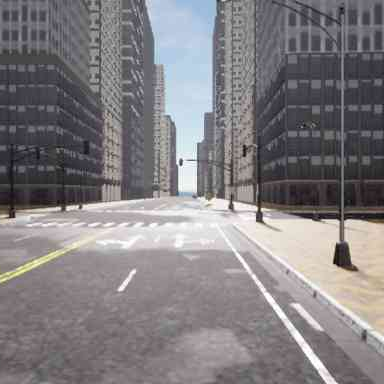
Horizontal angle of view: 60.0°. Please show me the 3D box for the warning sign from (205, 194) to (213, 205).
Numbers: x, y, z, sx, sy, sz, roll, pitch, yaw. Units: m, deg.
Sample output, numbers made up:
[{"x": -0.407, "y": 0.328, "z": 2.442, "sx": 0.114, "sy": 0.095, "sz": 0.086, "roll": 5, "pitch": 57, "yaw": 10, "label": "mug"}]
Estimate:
[{"x": 2.853, "y": 1.190, "z": 54.917, "sx": 1.300, "sy": 1.860, "sz": 1.060, "roll": 0, "pitch": 0, "yaw": 0, "label": "warning sign"}]
